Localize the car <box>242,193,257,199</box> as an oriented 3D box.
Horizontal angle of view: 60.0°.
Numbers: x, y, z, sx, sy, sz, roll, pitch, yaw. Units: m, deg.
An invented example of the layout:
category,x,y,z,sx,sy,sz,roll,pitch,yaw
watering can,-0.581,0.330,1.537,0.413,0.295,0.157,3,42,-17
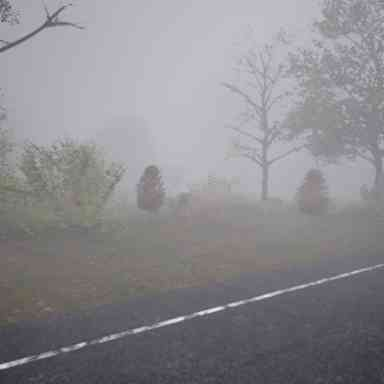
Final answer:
category,x,y,z,sx,sy,sz,roll,pitch,yaw
car,11.480,0.890,70.256,1.837,1.490,4.892,-1,1,-35
